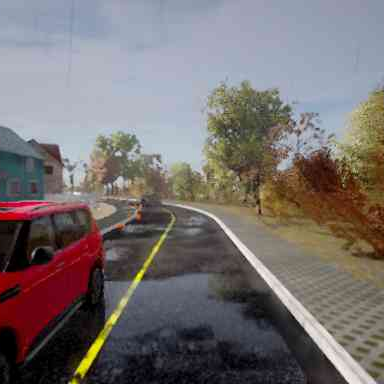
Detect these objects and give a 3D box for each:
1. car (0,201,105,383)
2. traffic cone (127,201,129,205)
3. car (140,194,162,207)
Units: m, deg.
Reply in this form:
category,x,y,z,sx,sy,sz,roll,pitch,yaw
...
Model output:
category,x,y,z,sx,sy,sz,roll,pitch,yaw
car,-2.852,1.202,4.724,2.150,2.045,5.566,0,0,0
traffic cone,-9.469,1.547,49.058,0.340,0.580,0.340,0,1,-25
car,-5.498,1.040,44.596,2.097,1.767,4.553,0,1,-21
